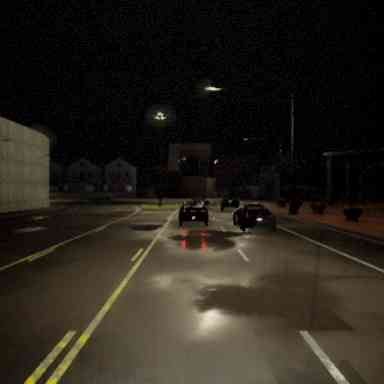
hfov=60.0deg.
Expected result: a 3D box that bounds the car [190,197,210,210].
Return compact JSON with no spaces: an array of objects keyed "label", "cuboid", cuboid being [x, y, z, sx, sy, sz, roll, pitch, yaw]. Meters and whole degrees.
[{"label":"car","cuboid":[0.996,1.282,39.299,1.994,1.385,4.181,0,0,6]}]

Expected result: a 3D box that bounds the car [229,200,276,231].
[{"label":"car","cuboid":[3.596,1.422,19.706,1.994,1.385,4.181,0,0,0]}]

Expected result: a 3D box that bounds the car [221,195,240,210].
[{"label":"car","cuboid":[4.407,1.076,38.376,2.097,1.767,4.553,0,0,6]}]

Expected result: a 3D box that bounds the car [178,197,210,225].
[{"label":"car","cuboid":[0.097,1.331,22.315,2.128,1.511,4.902,0,0,0]}]
